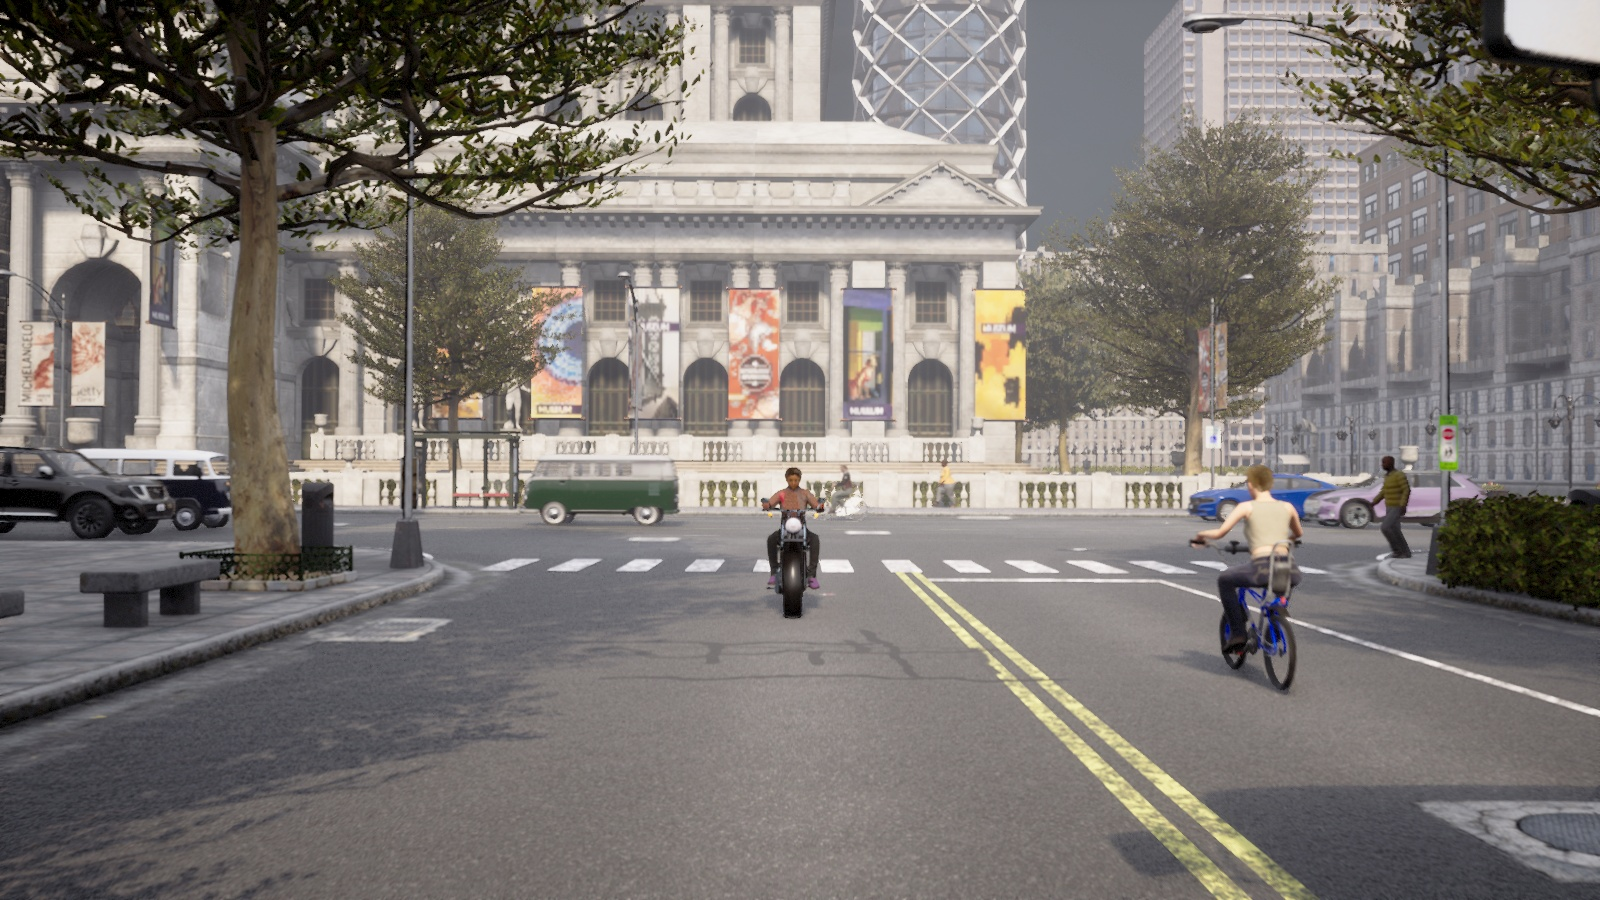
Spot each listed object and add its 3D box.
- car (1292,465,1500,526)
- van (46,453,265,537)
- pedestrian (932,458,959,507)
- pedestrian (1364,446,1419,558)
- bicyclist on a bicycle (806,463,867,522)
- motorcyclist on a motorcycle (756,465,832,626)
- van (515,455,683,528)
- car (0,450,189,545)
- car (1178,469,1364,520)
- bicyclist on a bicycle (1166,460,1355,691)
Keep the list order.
[{"bbox_3d":[16.677,1.247,35.320,4.856,1.649,2.033,0,-1,0],"label":"car"},{"bbox_3d":[-16.249,1.116,31.858,4.480,2.038,2.069,0,-1,0],"label":"van"},{"bbox_3d":[5.543,1.220,47.782,0.900,1.855,0.874,0,-1,-1],"label":"pedestrian"},{"bbox_3d":[9.783,0.857,20.784,0.726,1.835,0.370,0,-1,0],"label":"pedestrian"},{"bbox_3d":[1.111,1.307,38.870,1.843,1.776,0.659,0,-1,-1],"label":"bicyclist on a bicycle"},{"bbox_3d":[-0.067,0.992,14.073,0.766,1.649,2.350,0,-1,0],"label":"motorcyclist on a motorcycle"},{"bbox_3d":[-5.595,1.159,35.360,4.442,1.987,1.775,0,-1,0],"label":"van"},{"bbox_3d":[-17.115,1.059,28.360,5.566,2.045,2.150,0,-1,0],"label":"car"},{"bbox_3d":[14.493,1.360,38.825,5.008,1.535,1.882,0,-1,-1],"label":"car"},{"bbox_3d":[3.433,0.890,9.522,0.866,1.612,1.509,0,-1,0],"label":"bicyclist on a bicycle"}]
